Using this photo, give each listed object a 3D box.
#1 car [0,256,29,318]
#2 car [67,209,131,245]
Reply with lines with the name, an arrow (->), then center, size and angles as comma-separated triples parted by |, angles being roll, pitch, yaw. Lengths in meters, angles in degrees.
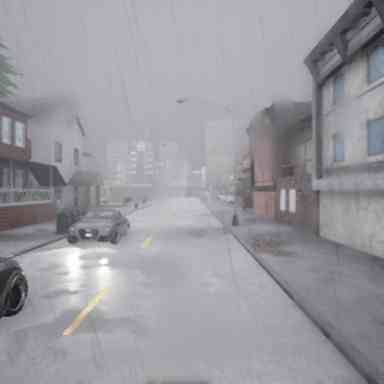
car -> -4.099, 1.547, 4.633 | 1.994, 1.385, 4.181 | 0, 0, 0
car -> -4.089, 1.504, 15.173 | 1.994, 1.385, 4.181 | 0, 0, 0
